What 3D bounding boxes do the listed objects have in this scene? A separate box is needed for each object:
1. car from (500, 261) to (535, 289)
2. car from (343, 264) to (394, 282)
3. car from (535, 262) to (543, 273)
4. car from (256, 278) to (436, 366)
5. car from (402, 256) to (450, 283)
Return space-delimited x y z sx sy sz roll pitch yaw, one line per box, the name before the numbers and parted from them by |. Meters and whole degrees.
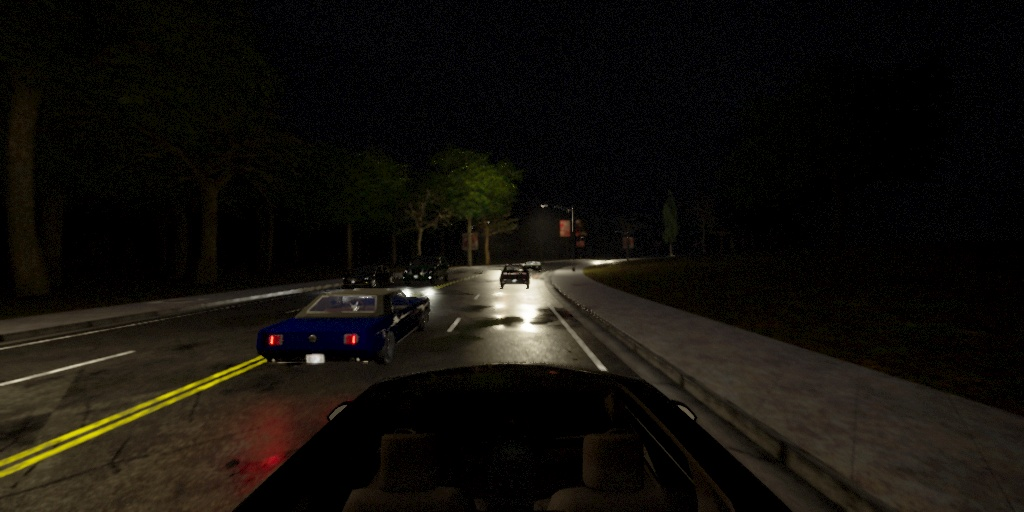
car | 0.255 1.248 23.469 2.128 1.511 4.902 0 0 3
car | -9.629 1.339 24.440 1.837 1.490 4.892 -1 0 3
car | 2.639 1.304 42.835 1.895 1.301 4.718 -1 0 11
car | -3.193 1.377 8.016 1.895 1.301 4.718 0 0 -1
car | -6.252 1.029 26.810 2.150 2.045 5.566 -1 0 4
